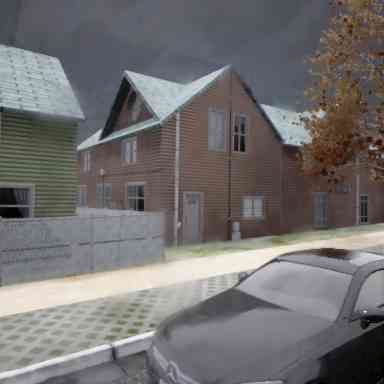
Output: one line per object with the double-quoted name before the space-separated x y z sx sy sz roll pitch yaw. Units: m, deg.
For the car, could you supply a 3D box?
"car" 1.689 1.527 4.286 4.674 1.442 1.812 0 0 -36
